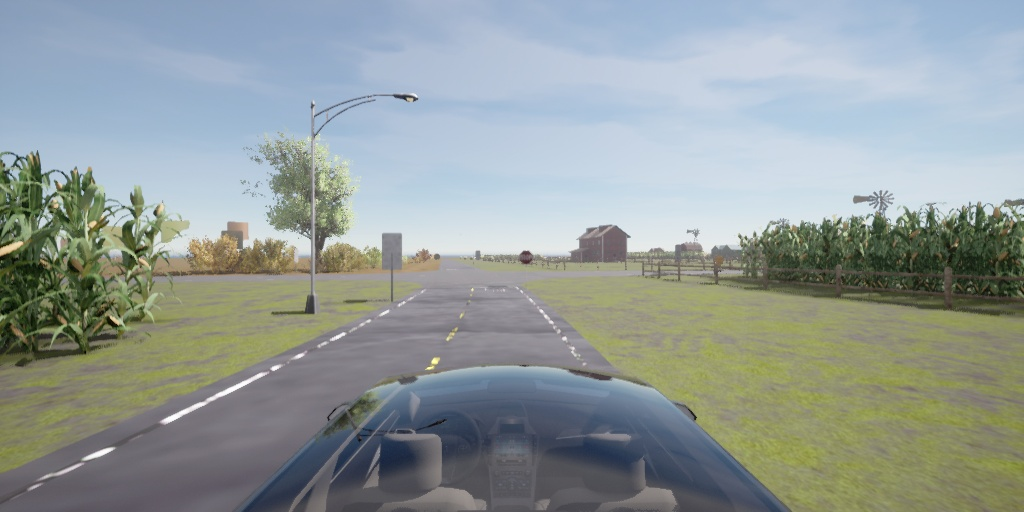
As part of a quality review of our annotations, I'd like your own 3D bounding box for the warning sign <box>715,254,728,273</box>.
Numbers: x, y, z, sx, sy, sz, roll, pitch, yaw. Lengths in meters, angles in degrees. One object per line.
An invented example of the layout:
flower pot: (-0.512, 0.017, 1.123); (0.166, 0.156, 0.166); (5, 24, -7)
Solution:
warning sign: (20.724, 0.709, 35.781); (1.060, 1.860, 1.300); (0, 0, -9)
